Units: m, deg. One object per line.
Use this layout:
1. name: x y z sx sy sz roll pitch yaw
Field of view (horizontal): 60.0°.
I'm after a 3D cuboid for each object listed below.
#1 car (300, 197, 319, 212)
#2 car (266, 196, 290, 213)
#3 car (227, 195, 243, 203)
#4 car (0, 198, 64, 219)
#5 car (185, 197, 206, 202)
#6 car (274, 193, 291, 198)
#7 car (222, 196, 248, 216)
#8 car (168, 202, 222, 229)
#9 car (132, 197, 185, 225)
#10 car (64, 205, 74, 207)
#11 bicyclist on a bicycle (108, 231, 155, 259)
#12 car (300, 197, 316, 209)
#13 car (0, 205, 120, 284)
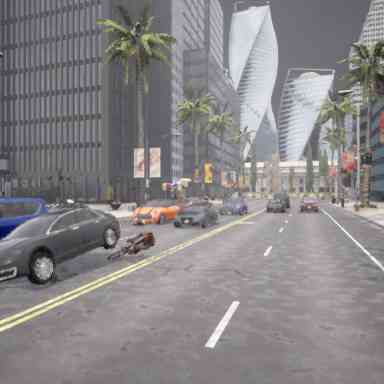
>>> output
1. car: 13.498 1.526 38.367 1.812 1.442 4.674 0 0 18
2. car: 9.502 1.492 37.422 2.128 1.511 4.902 0 0 18
3. car: 8.857 1.481 68.224 2.231 1.521 4.892 0 0 18
4. car: -7.063 1.223 10.821 2.150 2.045 5.566 0 0 19
5. car: -0.273 1.354 40.303 2.185 1.767 4.553 0 0 18
6. car: 12.648 1.221 47.001 2.150 2.045 5.566 0 0 19
7. car: 4.200 1.351 33.056 2.097 1.767 4.553 0 0 19
8. car: 0.331 1.564 21.621 1.994 1.385 4.181 0 0 19
9. car: -2.515 1.351 24.102 2.097 1.767 4.553 0 0 19
10. car: -7.373 1.513 19.553 2.161 1.482 4.786 0 0 18
11. bicyclist on a bicycle: -1.725 1.695 10.626 1.620 0.582 1.656 -36 -17 27
12. car: 16.476 1.492 47.471 2.128 1.511 4.902 0 0 18
13. car: -3.901 1.353 9.404 1.837 1.490 4.892 -12 0 19
